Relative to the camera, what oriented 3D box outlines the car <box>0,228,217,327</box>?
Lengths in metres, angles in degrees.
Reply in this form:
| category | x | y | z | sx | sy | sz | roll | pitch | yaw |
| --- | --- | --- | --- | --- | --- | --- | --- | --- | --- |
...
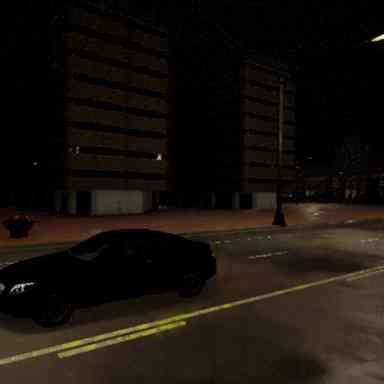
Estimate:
| category | x | y | z | sx | sy | sz | roll | pitch | yaw |
| --- | --- | --- | --- | --- | --- | --- | --- | --- | --- |
| car | -1.547 | 1.554 | 7.168 | 4.674 | 1.442 | 1.812 | 1 | 0 | -36 |
